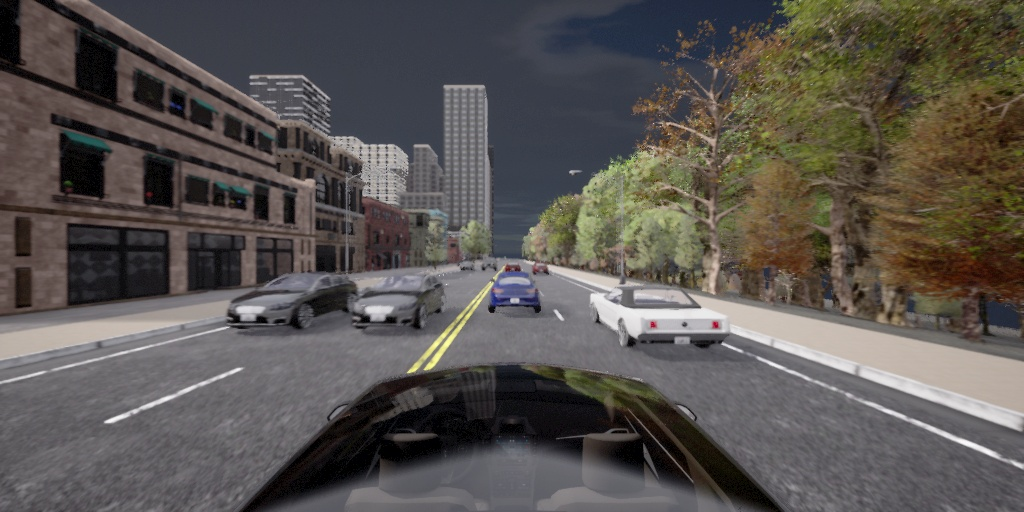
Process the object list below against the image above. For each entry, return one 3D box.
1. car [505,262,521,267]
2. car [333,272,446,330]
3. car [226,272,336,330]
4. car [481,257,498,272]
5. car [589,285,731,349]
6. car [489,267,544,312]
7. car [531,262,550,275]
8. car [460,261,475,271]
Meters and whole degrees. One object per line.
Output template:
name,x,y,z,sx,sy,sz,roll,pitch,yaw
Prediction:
car,0.104,1.444,45.746,1.882,1.535,5.008,0,0,0
car,-3.349,1.290,11.424,2.128,1.511,4.902,0,0,0
car,-6.599,1.290,11.427,2.128,1.511,4.902,0,0,0
car,-3.301,1.221,53.319,2.150,2.045,5.566,0,0,1
car,3.350,1.389,9.263,1.895,1.301,4.718,0,0,0
car,0.099,1.338,14.351,1.812,1.442,4.674,0,0,0
car,3.353,1.481,43.347,1.812,1.442,4.674,0,0,0
car,-6.552,1.506,53.467,1.837,1.490,4.892,0,0,0
